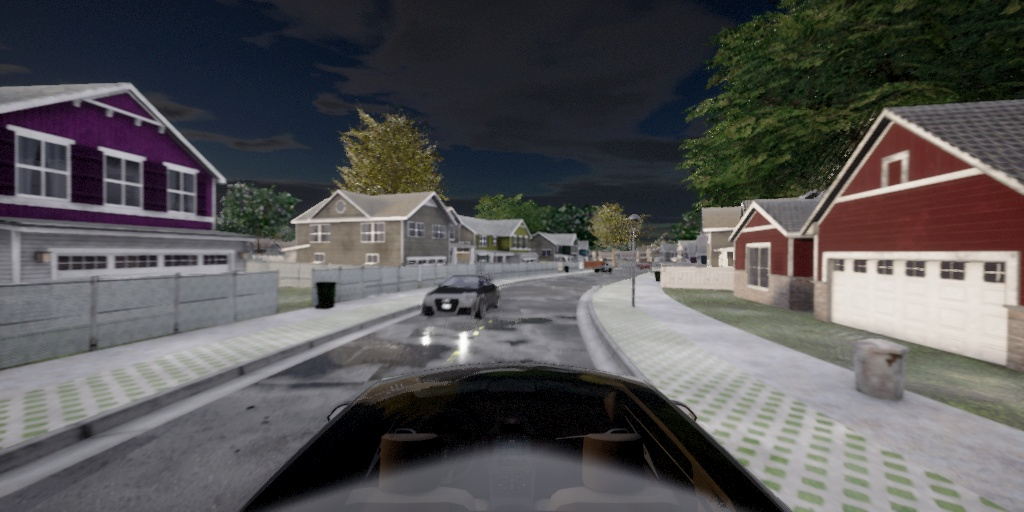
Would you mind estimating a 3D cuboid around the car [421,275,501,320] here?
[{"bbox_3d":[-1.699,1.394,13.156,1.994,1.385,4.181,1,0,10],"label":"car"}]

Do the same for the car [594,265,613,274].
[{"bbox_3d":[13.155,1.919,51.608,1.895,1.301,4.718,1,0,26],"label":"car"}]
